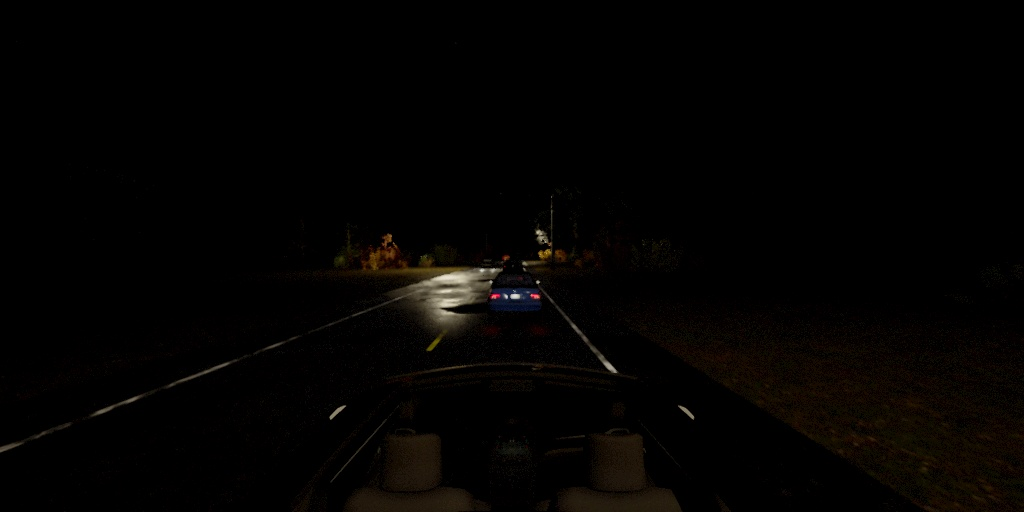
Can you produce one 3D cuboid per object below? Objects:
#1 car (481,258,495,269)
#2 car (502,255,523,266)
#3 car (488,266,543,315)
[{"bbox_3d":[-3.585,1.124,53.954,1.882,1.535,5.008,0,0,0],"label":"car"},{"bbox_3d":[0.088,1.030,37.903,2.097,1.767,4.553,0,0,0],"label":"car"},{"bbox_3d":[0.095,1.274,13.424,2.033,1.411,5.357,0,0,0],"label":"car"}]
